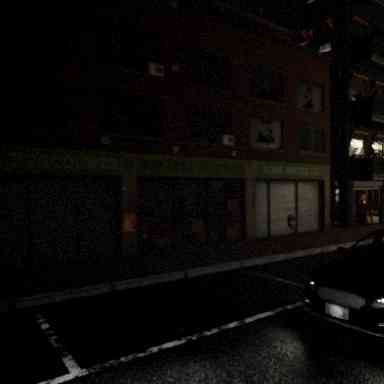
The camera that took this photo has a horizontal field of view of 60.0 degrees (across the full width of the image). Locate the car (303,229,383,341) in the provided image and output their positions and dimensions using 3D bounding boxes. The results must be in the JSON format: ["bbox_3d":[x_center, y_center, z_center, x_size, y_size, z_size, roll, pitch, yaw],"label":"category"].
[{"bbox_3d":[4.119,1.469,6.289,4.902,1.511,2.128,0,0,-35],"label":"car"}]
